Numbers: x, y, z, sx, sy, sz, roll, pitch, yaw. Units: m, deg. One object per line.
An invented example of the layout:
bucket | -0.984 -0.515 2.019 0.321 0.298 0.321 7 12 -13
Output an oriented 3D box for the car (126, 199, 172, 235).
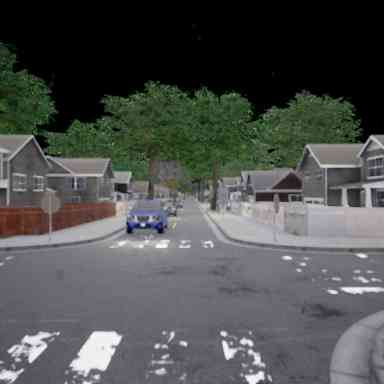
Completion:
car | -2.742 1.506 21.394 2.150 2.045 5.566 0 -1 0

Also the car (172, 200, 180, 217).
car | -2.740 1.864 37.754 2.097 1.767 4.553 0 -1 0

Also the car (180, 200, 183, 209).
car | -2.734 2.205 61.640 2.097 1.767 4.553 0 -1 0
